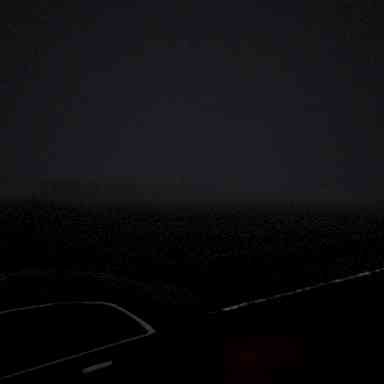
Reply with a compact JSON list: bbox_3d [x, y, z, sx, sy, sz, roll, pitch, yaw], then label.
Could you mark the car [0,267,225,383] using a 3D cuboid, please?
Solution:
[{"bbox_3d":[-1.947,1.502,2.603,4.892,1.490,1.837,1,0,-36],"label":"car"}]
